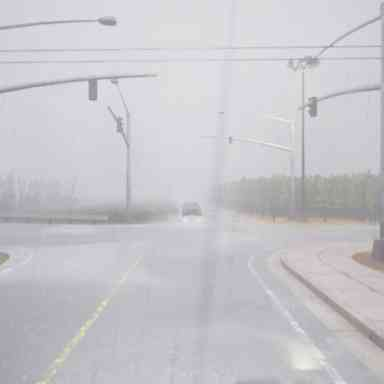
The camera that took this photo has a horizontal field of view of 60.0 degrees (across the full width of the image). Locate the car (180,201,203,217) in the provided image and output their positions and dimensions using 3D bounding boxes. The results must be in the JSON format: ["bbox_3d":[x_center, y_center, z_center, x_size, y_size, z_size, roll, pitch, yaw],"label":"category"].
[{"bbox_3d":[-0.099,1.555,31.257,2.033,1.411,5.357,0,0,-3],"label":"car"}]
